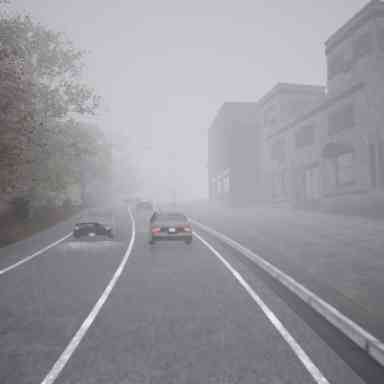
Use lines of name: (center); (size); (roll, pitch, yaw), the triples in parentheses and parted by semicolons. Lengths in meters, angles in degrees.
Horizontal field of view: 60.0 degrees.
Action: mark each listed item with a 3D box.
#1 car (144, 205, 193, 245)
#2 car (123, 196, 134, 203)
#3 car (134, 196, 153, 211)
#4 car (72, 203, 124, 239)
car: (-1.124, 1.556, 15.745); (2.033, 1.411, 5.357); (1, 0, -8)
car: (-10.758, 1.343, 58.422); (1.895, 1.301, 4.718); (0, 0, 3)
car: (-5.677, 1.416, 39.661); (1.812, 1.442, 4.674); (1, 0, -11)
car: (-4.860, 1.518, 17.534); (2.033, 1.411, 5.357); (1, 0, -9)
